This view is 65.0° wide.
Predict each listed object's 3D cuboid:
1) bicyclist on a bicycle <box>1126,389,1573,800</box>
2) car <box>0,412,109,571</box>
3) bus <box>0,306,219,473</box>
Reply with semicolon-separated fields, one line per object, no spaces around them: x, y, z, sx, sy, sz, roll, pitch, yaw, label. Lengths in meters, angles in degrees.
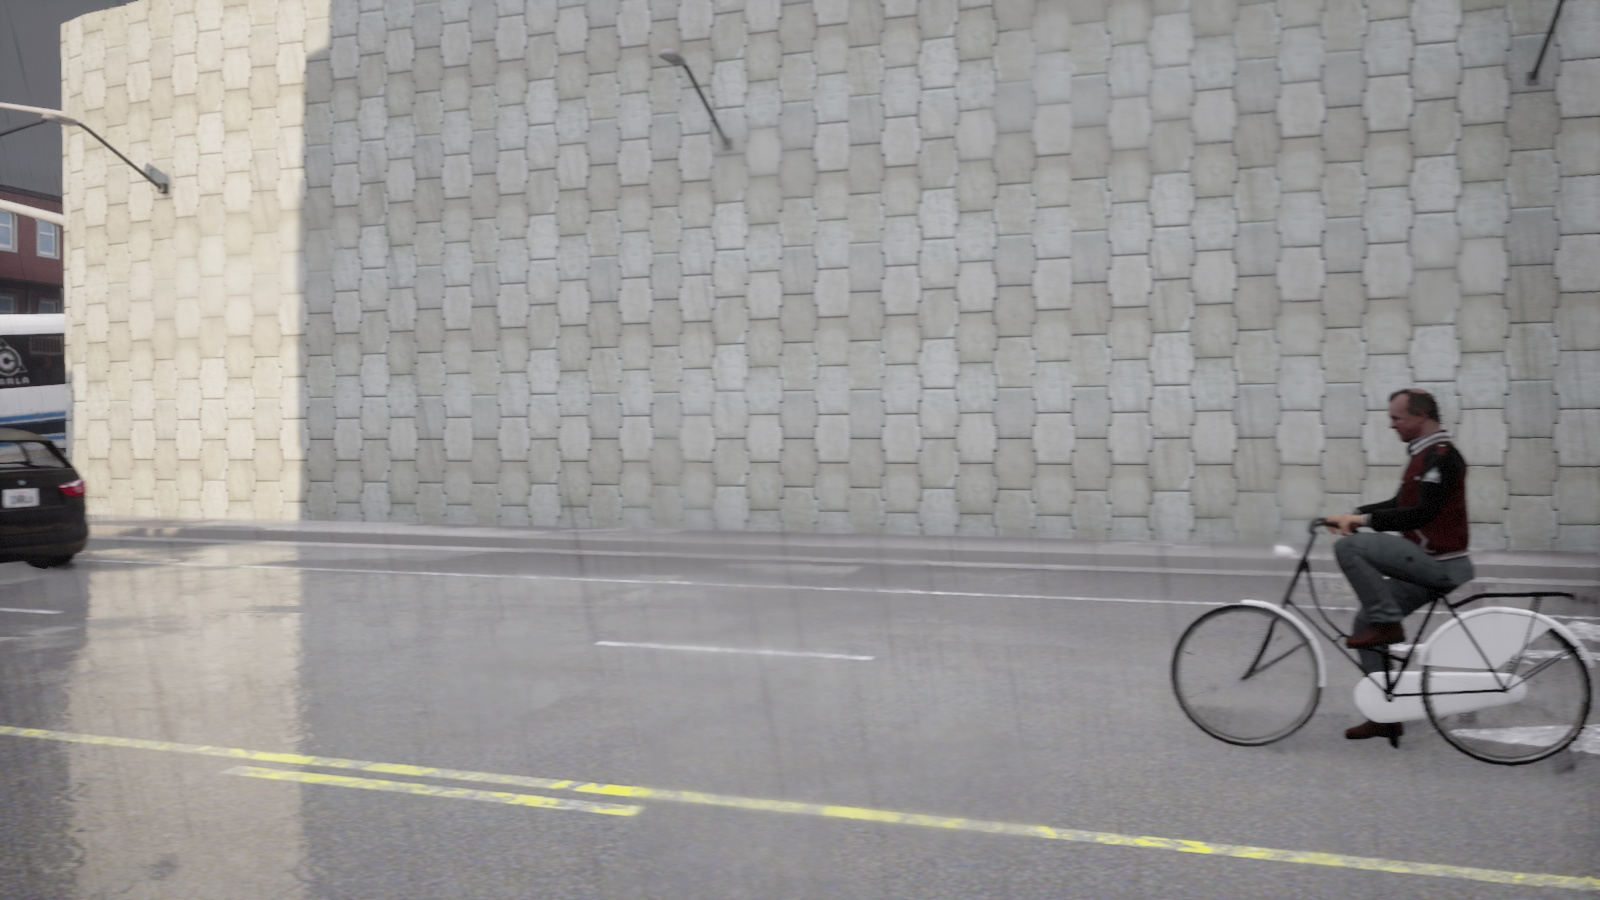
2.550;0.611;6.026;1.843;1.776;0.659;1;1;19;bicyclist on a bicycle
-10.493;0.407;14.106;4.611;1.667;2.242;1;1;18;car
-21.869;-1.808;35.152;3.944;4.253;10.273;1;7;18;bus
